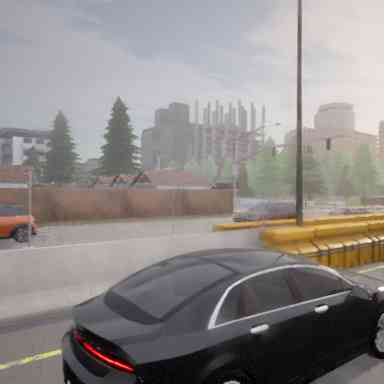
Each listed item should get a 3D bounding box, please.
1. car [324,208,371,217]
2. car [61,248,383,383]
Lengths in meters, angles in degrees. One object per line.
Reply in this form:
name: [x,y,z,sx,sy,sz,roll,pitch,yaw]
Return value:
car: [8.848,1.619,18.828,4.181,1.385,1.994,0,0,-35]
car: [0.898,1.516,4.388,4.892,1.490,1.837,0,0,-35]
